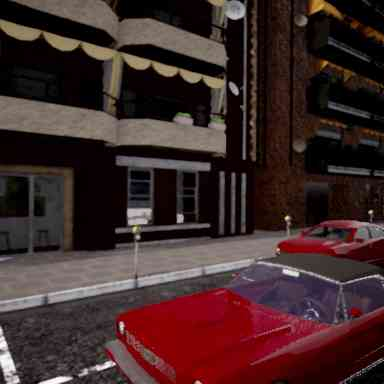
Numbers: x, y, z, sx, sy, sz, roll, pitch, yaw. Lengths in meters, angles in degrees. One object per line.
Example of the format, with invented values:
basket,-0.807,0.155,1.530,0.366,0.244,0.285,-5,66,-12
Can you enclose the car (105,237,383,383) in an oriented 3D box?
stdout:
car,1.382,1.593,4.366,4.718,1.301,1.895,0,0,-35

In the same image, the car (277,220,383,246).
car,4.324,1.526,9.629,4.507,1.381,1.887,0,1,-35
